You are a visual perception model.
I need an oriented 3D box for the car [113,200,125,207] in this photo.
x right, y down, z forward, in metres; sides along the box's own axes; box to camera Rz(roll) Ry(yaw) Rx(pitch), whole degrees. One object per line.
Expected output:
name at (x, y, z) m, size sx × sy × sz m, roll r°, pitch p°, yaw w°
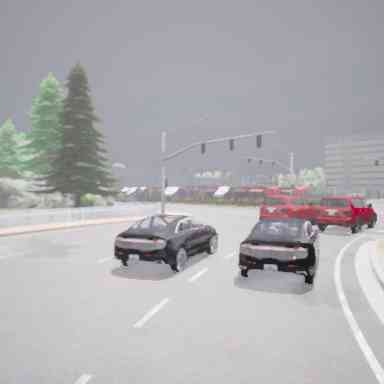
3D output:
car at (-12.479, 1.543, 49.933) m, size 1.994 × 1.385 × 4.181 m, roll 0°, pitch 0°, yaw -45°

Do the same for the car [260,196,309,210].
car at (6.617, 1.269, 22.348) m, size 2.150 × 2.045 × 5.566 m, roll 0°, pitch 0°, yaw 42°

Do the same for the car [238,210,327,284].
car at (2.708, 1.508, 9.786) m, size 2.128 × 1.511 × 4.902 m, roll 0°, pitch 0°, yaw 23°

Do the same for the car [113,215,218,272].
car at (-0.602, 1.488, 10.909) m, size 2.128 × 1.511 × 4.902 m, roll 0°, pitch 0°, yaw 22°

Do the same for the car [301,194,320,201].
car at (31.933, 1.404, 89.686) m, size 4.605 × 1.855 × 1.932 m, roll 0°, pitch 0°, yaw 45°

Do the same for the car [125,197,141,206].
car at (-9.929, 1.486, 52.336) m, size 2.128 × 1.511 × 4.902 m, roll 0°, pitch 0°, yaw -45°

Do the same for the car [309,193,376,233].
car at (9.449, 1.286, 20.283) m, size 2.150 × 2.045 × 5.566 m, roll 0°, pitch 0°, yaw 42°
